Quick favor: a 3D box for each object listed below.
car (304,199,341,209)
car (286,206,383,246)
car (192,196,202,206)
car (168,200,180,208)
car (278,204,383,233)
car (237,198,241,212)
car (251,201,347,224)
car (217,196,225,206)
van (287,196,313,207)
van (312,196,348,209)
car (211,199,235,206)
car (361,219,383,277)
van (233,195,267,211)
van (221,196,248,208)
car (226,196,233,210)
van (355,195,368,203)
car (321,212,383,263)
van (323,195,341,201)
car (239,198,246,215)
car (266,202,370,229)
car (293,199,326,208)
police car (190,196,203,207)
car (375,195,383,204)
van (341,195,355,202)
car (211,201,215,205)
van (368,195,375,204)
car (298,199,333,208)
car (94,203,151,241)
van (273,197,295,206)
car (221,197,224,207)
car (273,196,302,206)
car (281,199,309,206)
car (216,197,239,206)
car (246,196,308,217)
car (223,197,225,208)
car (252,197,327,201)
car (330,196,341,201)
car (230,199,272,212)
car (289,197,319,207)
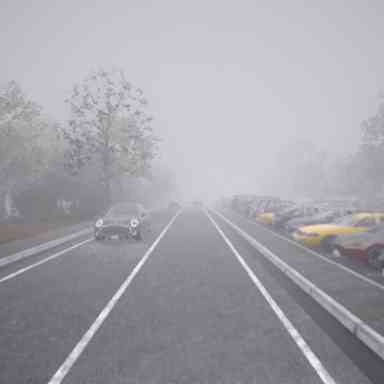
[{"bbox_3d":[20.261,1.819,51.978,4.892,1.521,2.231,0,-1,0],"label":"car"},{"bbox_3d":[6.850,1.515,13.367,5.366,1.575,1.946,0,0,0],"label":"car"},{"bbox_3d":[1.165,2.010,73.780,2.150,2.045,5.566,0,-2,0],"label":"car"},{"bbox_3d":[-3.155,2.054,58.379,1.895,1.301,4.718,0,-1,1],"label":"car"},{"bbox_3d":[7.052,1.526,16.142,4.892,1.521,2.231,0,0,0],"label":"car"},{"bbox_3d":[7.114,1.607,32.799,4.674,1.452,2.002,0,0,0],"label":"car"},{"bbox_3d":[6.882,1.536,21.695,5.366,1.575,1.946,0,0,0],"label":"car"},{"bbox_3d":[7.204,1.875,54.986,5.008,1.535,2.097,0,-1,0],"label":"car"},{"bbox_3d":[20.427,1.798,63.061,4.442,1.987,1.878,0,-1,0],"label":"van"},{"bbox_3d":[20.373,1.540,49.212,4.442,1.987,1.878,0,-1,0],"label":"van"},{"bbox_3d":[7.101,2.335,77.175,5.366,1.575,1.946,0,-1,0],"label":"car"},{"bbox_3d":[6.984,1.533,7.813,4.792,1.488,2.163,0,0,0],"label":"car"},{"bbox_3d":[7.006,1.348,35.576,4.442,1.987,1.878,0,0,0],"label":"van"},{"bbox_3d":[7.326,1.701,57.765,4.442,1.987,1.878,0,-1,0],"label":"van"},{"bbox_3d":[7.162,1.330,38.352,5.566,2.045,2.435,0,0,0],"label":"car"},{"bbox_3d":[20.318,1.345,35.379,4.442,1.987,1.878,0,0,0],"label":"van"},{"bbox_3d":[6.995,1.540,10.590,4.792,1.488,2.163,0,0,0],"label":"car"},{"bbox_3d":[20.117,1.437,43.674,4.442,1.987,1.878,0,-1,0],"label":"van"},{"bbox_3d":[7.095,1.560,30.023,5.008,1.535,2.097,0,0,0],"label":"car"},{"bbox_3d":[7.051,1.533,18.918,4.892,1.521,2.231,0,0,0],"label":"car"},{"bbox_3d":[20.284,1.923,57.643,5.008,1.535,2.097,0,-1,0],"label":"car"},{"bbox_3d":[1.131,1.982,63.837,1.930,1.638,5.238,0,-1,0],"label":"police car"},{"bbox_3d":[20.152,1.306,29.964,5.566,2.045,2.435,0,0,0],"label":"car"},{"bbox_3d":[20.096,1.352,38.283,4.442,1.987,1.878,0,-1,0],"label":"van"},{"bbox_3d":[7.214,1.831,66.093,5.566,2.045,2.435,0,-1,0],"label":"car"},{"bbox_3d":[20.308,1.338,32.734,4.442,1.987,1.878,0,0,0],"label":"van"},{"bbox_3d":[20.273,1.869,54.747,5.008,1.535,2.097,0,-1,0],"label":"car"},{"bbox_3d":[-3.326,1.376,16.668,2.097,1.767,4.553,0,0,0],"label":"car"},{"bbox_3d":[20.472,2.031,74.257,4.442,1.987,1.878,0,-1,0],"label":"van"},{"bbox_3d":[7.147,1.802,49.435,4.792,1.488,2.163,0,-1,0],"label":"car"},{"bbox_3d":[20.371,1.935,71.367,5.566,2.045,2.435,0,-1,0],"label":"car"},{"bbox_3d":[20.315,2.077,65.827,4.892,1.521,2.231,0,-1,0],"label":"car"},{"bbox_3d":[7.285,2.011,68.862,4.553,1.767,2.185,0,-1,0],"label":"car"},{"bbox_3d":[7.058,1.427,27.247,4.553,1.767,2.185,0,0,0],"label":"car"},{"bbox_3d":[7.169,1.761,46.658,4.674,1.452,2.002,0,-1,0],"label":"car"},{"bbox_3d":[7.047,1.420,24.471,4.553,1.767,2.185,0,0,0],"label":"car"},{"bbox_3d":[20.228,1.611,40.900,5.008,1.535,2.097,0,-1,0],"label":"car"},{"bbox_3d":[7.173,1.647,41.101,4.792,1.488,2.163,0,-1,0],"label":"car"},{"bbox_3d":[20.268,1.847,60.290,4.553,1.767,2.185,0,-1,0],"label":"car"}]
